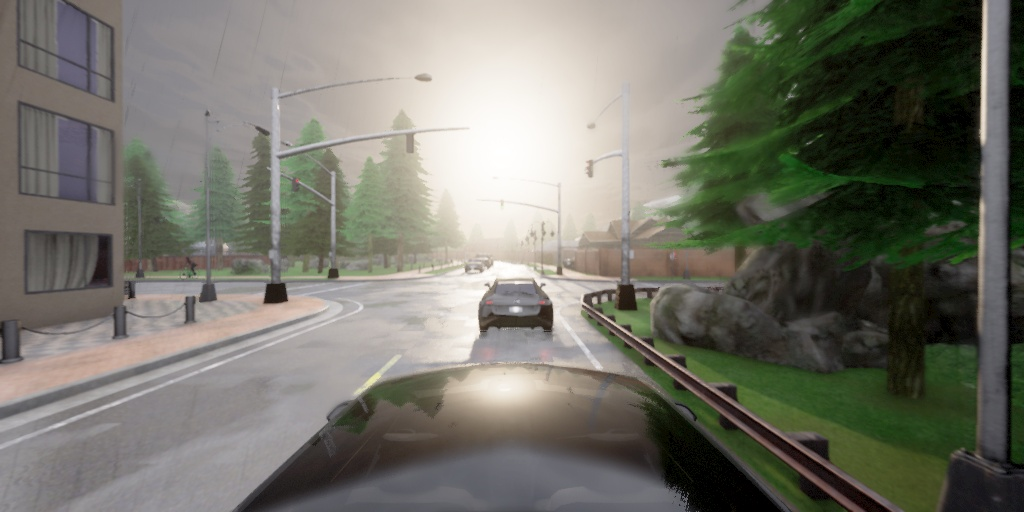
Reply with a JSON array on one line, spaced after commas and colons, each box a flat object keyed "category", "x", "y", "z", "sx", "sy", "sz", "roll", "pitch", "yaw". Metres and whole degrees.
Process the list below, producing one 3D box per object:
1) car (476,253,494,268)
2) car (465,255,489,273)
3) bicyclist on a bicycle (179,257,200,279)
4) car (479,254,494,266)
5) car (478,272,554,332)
[{"category": "car", "x": -4.108, "y": 0.668, "z": 49.842, "sx": 2.150, "sy": 2.045, "sz": 5.566, "roll": 0, "pitch": 0, "yaw": 0}, {"category": "car", "x": -4.040, "y": 0.999, "z": 39.236, "sx": 2.128, "sy": 1.511, "sz": 4.902, "roll": 0, "pitch": 0, "yaw": 0}, {"category": "bicyclist on a bicycle", "x": -23.949, "y": 0.893, "z": 26.644, "sx": 0.582, "sy": 1.620, "sz": 1.656, "roll": 0, "pitch": 1, "yaw": 1}, {"category": "car", "x": -4.183, "y": 0.607, "z": 60.570, "sx": 2.150, "sy": 2.045, "sz": 5.566, "roll": 0, "pitch": 0, "yaw": 0}, {"category": "car", "x": 0.097, "y": 1.262, "z": 10.720, "sx": 1.994, "sy": 1.385, "sz": 4.181, "roll": 0, "pitch": 0, "yaw": 0}]
